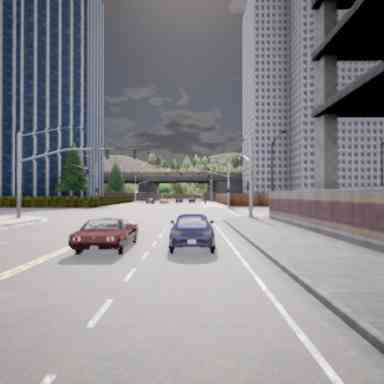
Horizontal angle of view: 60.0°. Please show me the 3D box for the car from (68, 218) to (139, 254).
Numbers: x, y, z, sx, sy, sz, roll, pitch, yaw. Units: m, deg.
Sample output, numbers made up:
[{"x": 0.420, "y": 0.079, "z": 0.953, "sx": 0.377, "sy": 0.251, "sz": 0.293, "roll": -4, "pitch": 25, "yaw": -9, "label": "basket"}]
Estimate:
[{"x": -3.494, "y": 1.733, "z": 14.104, "sx": 1.895, "sy": 1.301, "sz": 4.718, "roll": 0, "pitch": 0, "yaw": 0, "label": "car"}]

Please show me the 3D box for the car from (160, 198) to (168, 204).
[{"x": -6.971, "y": 2.249, "z": 82.907, "sx": 1.882, "sy": 1.535, "sz": 5.008, "roll": 0, "pitch": -1, "yaw": 0, "label": "car"}]

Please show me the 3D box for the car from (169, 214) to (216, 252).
[{"x": 0.009, "y": 1.660, "z": 14.372, "sx": 1.812, "sy": 1.442, "sz": 4.674, "roll": 0, "pitch": 0, "yaw": 0, "label": "car"}]

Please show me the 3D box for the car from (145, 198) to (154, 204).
[{"x": -10.471, "y": 2.296, "z": 82.907, "sx": 2.128, "sy": 1.511, "sz": 4.902, "roll": 0, "pitch": -1, "yaw": 0, "label": "car"}]

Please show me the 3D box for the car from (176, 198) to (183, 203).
[{"x": -3.469, "y": 2.341, "z": 90.310, "sx": 1.812, "sy": 1.442, "sz": 4.674, "roll": 0, "pitch": -1, "yaw": 0, "label": "car"}]

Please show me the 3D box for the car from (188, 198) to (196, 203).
[{"x": 0.031, "y": 2.317, "z": 90.309, "sx": 1.837, "sy": 1.490, "sz": 4.892, "roll": 0, "pitch": -1, "yaw": 0, "label": "car"}]
